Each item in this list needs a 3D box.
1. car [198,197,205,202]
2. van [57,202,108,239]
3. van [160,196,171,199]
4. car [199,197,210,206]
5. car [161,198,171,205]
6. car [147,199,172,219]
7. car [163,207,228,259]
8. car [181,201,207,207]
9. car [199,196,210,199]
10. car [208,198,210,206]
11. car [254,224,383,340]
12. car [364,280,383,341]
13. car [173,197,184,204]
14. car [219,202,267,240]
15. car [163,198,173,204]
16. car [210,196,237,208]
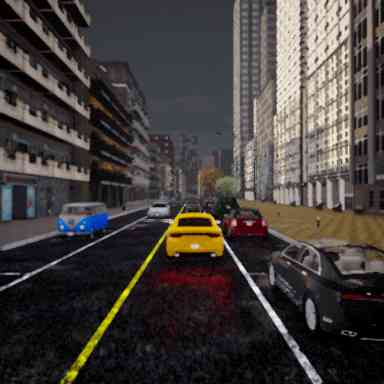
[{"bbox_3d":[2.778,2.217,94.916,1.947,1.339,4.313,0,0,0],"label":"car"},{"bbox_3d":[-5.672,1.446,17.608,1.690,1.788,3.998,0,0,0],"label":"van"},{"bbox_3d":[-5.627,1.781,67.312,1.690,1.788,3.998,0,0,0],"label":"van"},{"bbox_3d":[2.743,1.912,56.257,2.008,1.369,4.403,0,0,0],"label":"car"},{"bbox_3d":[-5.623,2.004,72.664,1.752,1.417,4.829,0,0,0],"label":"car"},{"bbox_3d":[-3.070,1.720,31.664,1.812,1.442,4.674,0,0,0],"label":"car"},{"bbox_3d":[0.104,1.554,12.868,1.882,1.535,5.008,0,0,0],"label":"car"},{"bbox_3d":[0.125,1.795,31.712,1.895,1.301,4.718,0,0,0],"label":"car"},{"bbox_3d":[2.749,1.715,61.783,2.192,1.841,5.009,0,0,0],"label":"car"},{"bbox_3d":[3.180,1.743,38.336,1.837,1.490,4.892,0,0,0],"label":"car"},{"bbox_3d":[2.699,1.590,6.554,2.008,1.369,4.403,0,0,0],"label":"car"},{"bbox_3d":[2.694,1.558,1.030,2.008,1.369,4.403,0,0,0],"label":"car"},{"bbox_3d":[-2.934,1.783,73.092,2.097,1.767,4.553,0,0,0],"label":"car"},{"bbox_3d":[2.709,1.545,17.599,1.967,1.590,4.097,0,0,0],"label":"car"},{"bbox_3d":[-5.618,2.088,78.356,1.947,1.339,4.313,0,0,0],"label":"car"},{"bbox_3d":[3.135,1.420,31.368,2.150,2.045,5.566,0,0,0],"label":"car"}]
